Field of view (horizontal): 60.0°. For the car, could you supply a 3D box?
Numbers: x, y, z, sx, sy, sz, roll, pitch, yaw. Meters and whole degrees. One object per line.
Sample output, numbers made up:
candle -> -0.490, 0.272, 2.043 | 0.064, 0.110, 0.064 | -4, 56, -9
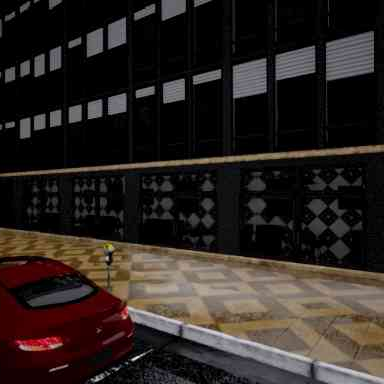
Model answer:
car -> -2.644, 1.582, 4.713 | 4.206, 1.307, 1.802 | 0, 0, 35
